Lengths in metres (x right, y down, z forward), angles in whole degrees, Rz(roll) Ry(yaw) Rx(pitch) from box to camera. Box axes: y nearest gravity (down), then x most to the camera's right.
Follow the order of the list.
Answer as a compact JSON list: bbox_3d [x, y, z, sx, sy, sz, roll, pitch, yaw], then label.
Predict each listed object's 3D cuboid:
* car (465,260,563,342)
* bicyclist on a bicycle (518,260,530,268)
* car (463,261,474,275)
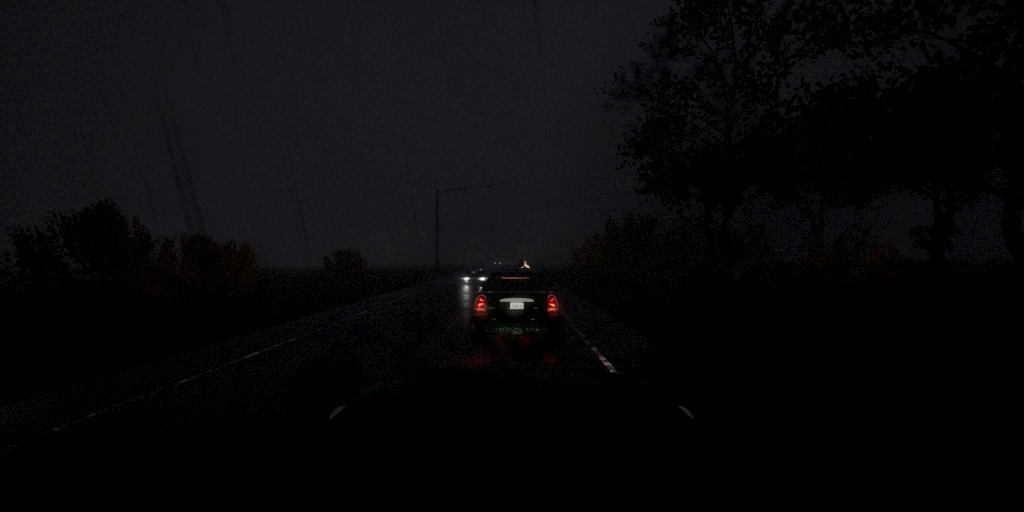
[{"bbox_3d":[0.107,1.099,9.913,2.097,1.767,4.553,0,0,0],"label":"car"},{"bbox_3d":[0.956,1.177,25.736,0.866,1.612,1.509,0,0,1],"label":"bicyclist on a bicycle"},{"bbox_3d":[-3.633,1.263,35.931,1.812,1.442,4.674,0,0,0],"label":"car"}]
